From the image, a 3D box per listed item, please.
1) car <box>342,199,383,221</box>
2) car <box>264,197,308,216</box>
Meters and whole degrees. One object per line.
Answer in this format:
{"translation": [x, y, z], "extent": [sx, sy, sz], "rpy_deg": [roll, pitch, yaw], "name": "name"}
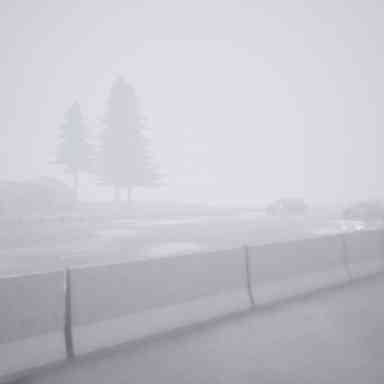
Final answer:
{"translation": [13.912, 1.539, 26.795], "extent": [4.181, 1.385, 1.994], "rpy_deg": [0, 0, -35], "name": "car"}
{"translation": [9.067, 1.326, 31.937], "extent": [4.553, 1.767, 2.097], "rpy_deg": [0, 0, -35], "name": "car"}
